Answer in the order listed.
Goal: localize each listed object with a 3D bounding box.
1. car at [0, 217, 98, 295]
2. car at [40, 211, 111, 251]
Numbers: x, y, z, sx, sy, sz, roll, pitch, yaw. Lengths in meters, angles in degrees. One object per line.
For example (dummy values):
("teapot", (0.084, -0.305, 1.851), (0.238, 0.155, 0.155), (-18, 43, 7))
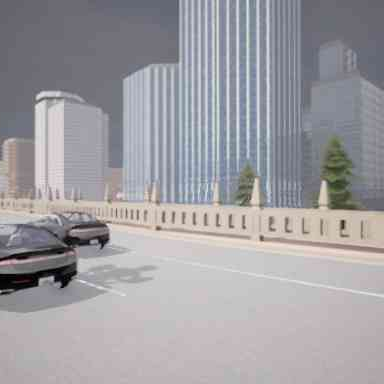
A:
("car", (-4.659, 1.510, 8.049), (4.902, 1.511, 2.128), (0, 0, 41))
("car", (-5.180, 1.527, 13.296), (4.902, 1.511, 2.128), (0, 0, 43))
